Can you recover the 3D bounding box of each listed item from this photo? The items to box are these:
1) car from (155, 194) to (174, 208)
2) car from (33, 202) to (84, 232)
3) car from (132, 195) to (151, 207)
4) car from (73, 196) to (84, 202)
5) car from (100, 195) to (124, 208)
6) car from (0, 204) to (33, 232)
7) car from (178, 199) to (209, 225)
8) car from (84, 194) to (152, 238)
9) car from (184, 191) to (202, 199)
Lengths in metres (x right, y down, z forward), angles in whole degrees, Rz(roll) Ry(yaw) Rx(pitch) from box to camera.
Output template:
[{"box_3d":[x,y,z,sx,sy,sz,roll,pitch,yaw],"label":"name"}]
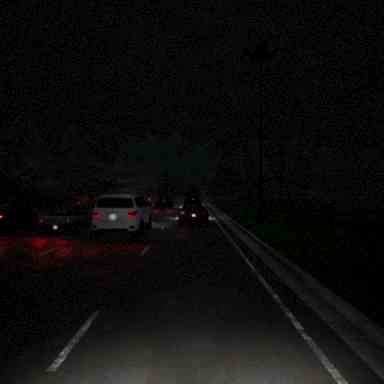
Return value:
[{"box_3d":[-3.390,1.087,41.995,2.097,1.767,4.553,0,0,0],"label":"car"},{"box_3d":[-6.911,1.480,19.047,1.895,1.301,4.718,0,0,0],"label":"car"},{"box_3d":[-6.889,1.186,46.110,1.882,1.535,5.008,0,0,0],"label":"car"},{"box_3d":[-13.890,1.204,43.204,1.882,1.535,5.008,0,0,0],"label":"car"},{"box_3d":[-10.390,1.203,43.421,1.882,1.535,5.008,0,0,0],"label":"car"},{"box_3d":[-10.395,1.405,18.879,1.812,1.442,4.674,0,0,0],"label":"car"},{"box_3d":[0.106,1.420,22.742,1.994,1.385,4.181,0,0,0],"label":"car"},{"box_3d":[-3.396,1.113,16.946,2.150,2.045,5.566,0,0,0],"label":"car"},{"box_3d":[0.111,0.941,44.251,2.150,2.045,5.566,0,0,0],"label":"car"}]
